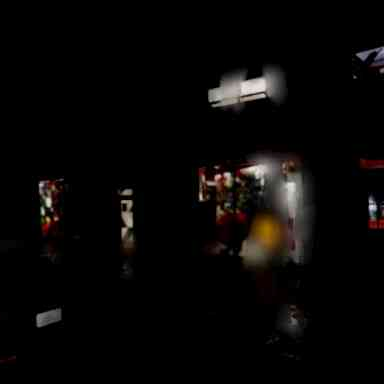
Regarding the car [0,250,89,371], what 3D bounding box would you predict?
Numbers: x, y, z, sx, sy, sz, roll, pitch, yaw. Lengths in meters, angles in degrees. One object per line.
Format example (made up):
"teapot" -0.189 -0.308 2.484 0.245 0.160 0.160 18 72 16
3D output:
"car" -3.472 1.621 5.363 4.313 1.339 1.947 -1 -1 35
